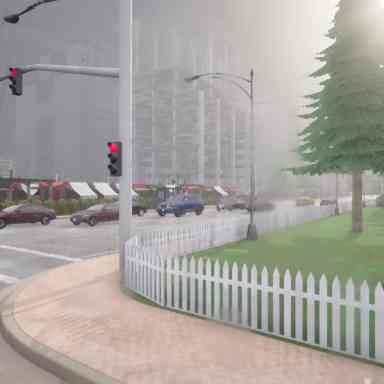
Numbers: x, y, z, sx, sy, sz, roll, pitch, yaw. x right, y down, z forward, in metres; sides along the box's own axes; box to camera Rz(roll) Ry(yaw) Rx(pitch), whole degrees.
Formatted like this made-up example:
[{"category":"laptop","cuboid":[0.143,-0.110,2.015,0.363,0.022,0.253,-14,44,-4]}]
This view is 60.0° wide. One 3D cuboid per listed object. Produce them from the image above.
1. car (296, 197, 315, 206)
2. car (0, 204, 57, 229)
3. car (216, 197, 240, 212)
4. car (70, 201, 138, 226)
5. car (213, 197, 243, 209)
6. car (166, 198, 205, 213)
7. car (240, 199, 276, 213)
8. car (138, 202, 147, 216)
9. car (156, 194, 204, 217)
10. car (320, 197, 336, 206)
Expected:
[{"category":"car","cuboid":[18.250,1.478,53.326,1.882,1.535,5.008,0,0,34]},{"category":"car","cuboid":[-11.415,1.526,22.169,1.812,1.442,4.674,0,0,36]},{"category":"car","cuboid":[4.645,1.491,39.718,2.128,1.511,4.902,0,0,34]},{"category":"car","cuboid":[-6.300,1.526,23.458,1.812,1.442,4.674,0,0,34]},{"category":"car","cuboid":[5.160,1.491,46.696,2.128,1.511,4.902,0,0,34]},{"category":"car","cuboid":[-0.654,1.491,38.128,2.128,1.511,4.902,0,0,34]},{"category":"car","cuboid":[7.866,1.547,37.896,2.033,1.411,5.357,0,0,34]},{"category":"car","cuboid":[-6.196,1.478,29.914,1.882,1.535,5.008,0,0,34]},{"category":"car","cuboid":[-0.990,1.221,31.378,2.150,2.045,5.566,0,0,34]},{"category":"car","cuboid":[21.080,1.526,51.264,1.812,1.442,4.674,0,0,34]}]
